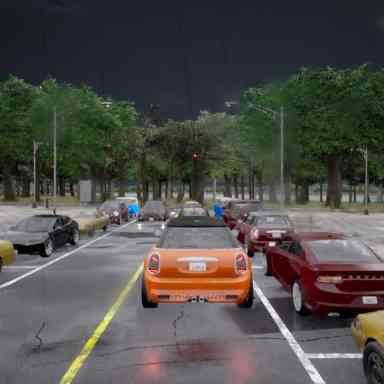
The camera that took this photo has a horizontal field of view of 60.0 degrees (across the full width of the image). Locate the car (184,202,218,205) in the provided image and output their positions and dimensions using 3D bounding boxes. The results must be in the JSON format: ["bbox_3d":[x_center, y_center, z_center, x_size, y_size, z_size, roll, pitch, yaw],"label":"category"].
[{"bbox_3d":[0.113,1.493,17.285,2.128,1.511,4.902,0,0,0],"label":"car"}]

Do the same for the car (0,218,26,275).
[{"bbox_3d":[-5.758,1.525,7.237,1.752,1.417,4.829,0,0,0],"label":"car"}]

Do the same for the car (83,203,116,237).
[{"bbox_3d":[-5.748,1.527,18.112,1.752,1.417,4.829,0,0,0],"label":"car"}]

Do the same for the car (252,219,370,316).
[{"bbox_3d":[2.767,1.545,7.399,1.887,1.381,4.507,0,0,0],"label":"car"}]

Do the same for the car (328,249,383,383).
[{"bbox_3d":[2.762,1.525,2.131,1.752,1.417,4.829,0,0,0],"label":"car"}]

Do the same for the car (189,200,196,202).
[{"bbox_3d":[0.022,1.461,27.230,1.801,1.575,5.366,0,0,1],"label":"car"}]

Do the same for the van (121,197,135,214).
[{"bbox_3d":[-5.738,1.346,29.157,1.690,1.788,3.998,0,0,0],"label":"van"}]

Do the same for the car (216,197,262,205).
[{"bbox_3d":[2.777,1.317,18.274,2.192,1.841,5.009,0,0,0],"label":"car"}]

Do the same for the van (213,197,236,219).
[{"bbox_3d":[2.787,1.346,29.149,1.690,1.788,3.998,0,0,0],"label":"van"}]

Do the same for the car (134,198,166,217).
[{"bbox_3d":[-2.976,1.422,26.568,2.097,1.767,4.553,0,0,0],"label":"car"}]

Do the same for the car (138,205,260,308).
[{"bbox_3d":[0.106,1.352,8.071,2.097,1.767,4.553,0,0,0],"label":"car"}]

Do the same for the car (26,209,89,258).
[{"bbox_3d":[-5.753,1.567,12.844,1.947,1.339,4.313,0,0,0],"label":"car"}]

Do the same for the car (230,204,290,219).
[{"bbox_3d":[2.772,1.441,12.836,1.967,1.590,4.097,0,0,0],"label":"car"}]

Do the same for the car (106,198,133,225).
[{"bbox_3d":[-5.743,1.443,23.719,1.967,1.590,4.097,0,0,0],"label":"car"}]
